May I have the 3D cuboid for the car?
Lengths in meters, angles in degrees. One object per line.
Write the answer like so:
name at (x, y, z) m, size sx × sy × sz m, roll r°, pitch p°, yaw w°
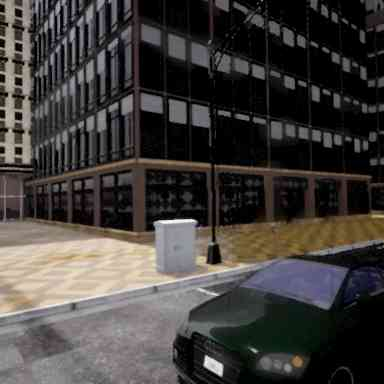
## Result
car at (1.790, 1.651, 4.756) m, size 4.181 × 1.385 × 1.994 m, roll 0°, pitch -2°, yaw -38°
